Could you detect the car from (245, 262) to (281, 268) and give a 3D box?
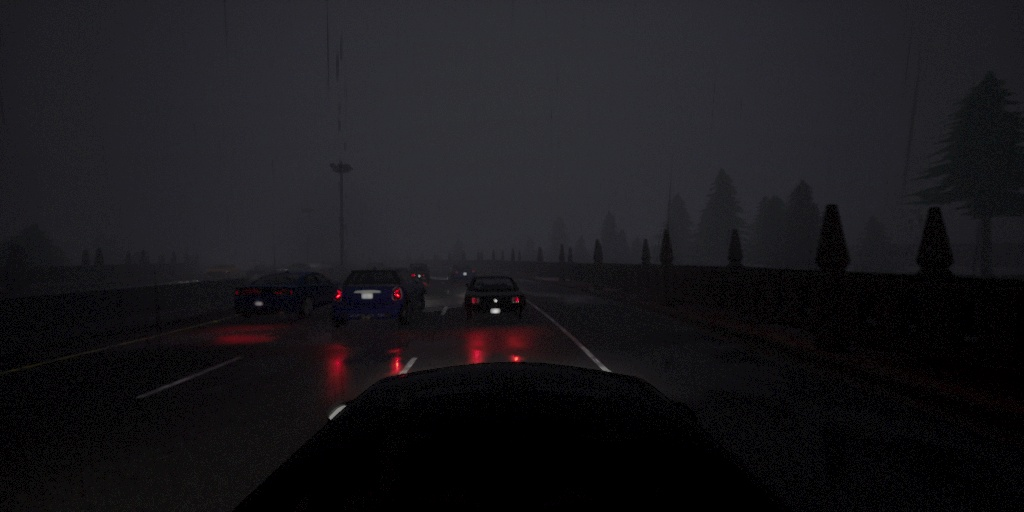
[{"bbox_3d":[-25.081,1.588,36.020,1.895,1.301,4.718,0,0,-24],"label":"car"}]

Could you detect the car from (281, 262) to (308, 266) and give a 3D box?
[{"bbox_3d":[-21.237,1.459,35.792,1.837,1.490,4.892,0,0,-23],"label":"car"}]

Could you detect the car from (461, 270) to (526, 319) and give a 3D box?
[{"bbox_3d":[-0.737,1.365,12.966,1.895,1.301,4.718,0,0,-6],"label":"car"}]

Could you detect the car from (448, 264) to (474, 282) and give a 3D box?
[{"bbox_3d":[-4.193,1.377,29.889,1.994,1.385,4.181,0,0,-15],"label":"car"}]

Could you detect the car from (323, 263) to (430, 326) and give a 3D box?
[{"bbox_3d":[-4.205,1.132,12.000,2.097,1.767,4.553,0,0,-6],"label":"car"}]

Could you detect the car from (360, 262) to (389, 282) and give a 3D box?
[{"bbox_3d":[-12.176,1.365,32.065,2.128,1.511,4.902,0,0,-18],"label":"car"}]

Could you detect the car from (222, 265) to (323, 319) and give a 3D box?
[{"bbox_3d":[-7.832,1.277,13.160,1.882,1.535,5.008,0,0,-6],"label":"car"}]

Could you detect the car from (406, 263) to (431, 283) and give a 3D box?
[{"bbox_3d":[-8.000,1.345,30.438,1.837,1.490,4.892,0,0,-17],"label":"car"}]

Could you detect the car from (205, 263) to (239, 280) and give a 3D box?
[{"bbox_3d":[-28.851,1.497,35.824,1.882,1.535,5.008,0,0,-25],"label":"car"}]
